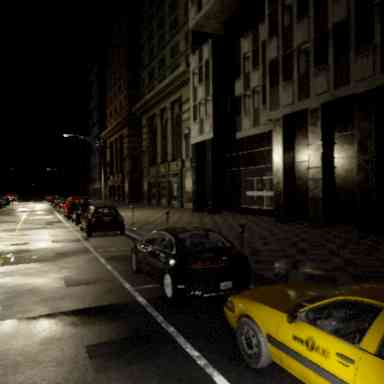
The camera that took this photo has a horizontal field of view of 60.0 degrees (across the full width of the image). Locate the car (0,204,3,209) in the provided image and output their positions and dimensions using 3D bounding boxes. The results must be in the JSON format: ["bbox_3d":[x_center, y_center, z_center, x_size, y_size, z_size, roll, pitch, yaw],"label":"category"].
[{"bbox_3d":[-8.773,1.430,12.740,2.097,1.767,4.553,-1,0,-25],"label":"car"}]

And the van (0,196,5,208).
[{"bbox_3d":[-27.121,1.554,45.420,1.690,1.788,3.998,-1,0,-25],"label":"van"}]

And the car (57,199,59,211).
[{"bbox_3d":[-12.233,1.576,33.728,1.887,1.381,4.507,-1,0,-25],"label":"car"}]

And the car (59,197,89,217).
[{"bbox_3d":[-9.848,1.333,28.621,2.192,1.841,5.009,-1,0,-25],"label":"car"}]

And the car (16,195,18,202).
[{"bbox_3d":[-39.068,1.605,70.946,2.192,1.841,5.009,-1,0,-25],"label":"car"}]

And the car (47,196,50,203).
[{"bbox_3d":[-24.178,1.668,59.251,1.947,1.339,4.313,-1,0,-25],"label":"car"}]

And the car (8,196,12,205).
[{"bbox_3d":[-31.896,1.793,55.631,2.008,1.369,4.403,-1,0,-25],"label":"car"}]

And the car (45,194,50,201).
[{"bbox_3d":[-31.346,1.732,74.566,1.802,1.307,4.206,-1,0,-25],"label":"car"}]

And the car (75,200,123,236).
[{"bbox_3d":[-5.067,1.431,18.412,1.967,1.590,4.097,-1,0,-25],"label":"car"}]

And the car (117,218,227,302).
[{"bbox_3d":[-0.287,1.515,8.203,2.008,1.369,4.403,-1,0,-25],"label":"car"}]

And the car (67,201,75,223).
[{"bbox_3d":[-7.454,1.570,23.518,1.947,1.339,4.313,-1,0,-25],"label":"car"}]

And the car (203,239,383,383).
[{"bbox_3d":[2.030,1.477,3.252,1.752,1.417,4.829,-1,0,-25],"label":"car"}]

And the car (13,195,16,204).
[{"bbox_3d":[-36.676,1.714,65.841,1.967,1.590,4.097,-1,0,-25],"label":"car"}]

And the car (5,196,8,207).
[{"bbox_3d":[-29.435,1.752,50.373,1.752,1.417,4.829,-1,0,-25],"label":"car"}]

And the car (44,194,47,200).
[{"bbox_3d":[-36.124,1.764,84.776,1.802,1.307,4.206,-1,0,-25],"label":"car"}]

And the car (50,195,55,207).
[{"bbox_3d":[-19.402,1.512,49.041,1.967,1.590,4.097,-1,0,-25],"label":"car"}]

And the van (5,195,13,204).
[{"bbox_3d":[-34.289,1.599,60.735,1.690,1.788,3.998,-1,0,-25],"label":"van"}]

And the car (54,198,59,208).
[{"bbox_3d":[-14.622,1.611,38.833,1.947,1.339,4.313,-1,0,-25],"label":"car"}]
